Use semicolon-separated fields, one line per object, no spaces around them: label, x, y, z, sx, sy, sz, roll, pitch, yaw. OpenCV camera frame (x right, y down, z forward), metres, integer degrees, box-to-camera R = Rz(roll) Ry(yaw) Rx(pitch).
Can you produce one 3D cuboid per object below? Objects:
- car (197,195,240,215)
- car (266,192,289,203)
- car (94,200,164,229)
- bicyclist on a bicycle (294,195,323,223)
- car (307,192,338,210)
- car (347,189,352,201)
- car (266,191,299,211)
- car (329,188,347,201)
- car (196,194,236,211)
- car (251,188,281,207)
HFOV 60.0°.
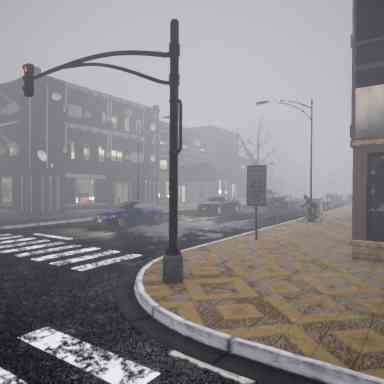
car;2.351;1.028;28.431;1.882;1.535;5.008;1;1;35
car;12.165;0.767;47.200;1.802;1.307;4.206;2;2;35
car;-3.596;1.248;19.835;1.812;1.442;4.674;1;1;37
bicyclist on a bicycle;6.834;1.003;19.557;1.656;1.620;0.582;0;1;35
car;12.711;0.993;33.025;2.008;1.369;4.403;2;2;35
car;25.475;0.619;51.642;1.887;1.381;4.507;2;2;35
car;8.983;0.966;32.392;1.837;1.490;4.892;1;1;35
car;21.656;0.593;50.696;2.128;1.511;4.902;1;1;35
car;2.450;1.011;33.334;2.008;1.369;4.403;2;2;35
car;8.368;0.599;37.100;2.150;2.045;5.566;1;1;35
